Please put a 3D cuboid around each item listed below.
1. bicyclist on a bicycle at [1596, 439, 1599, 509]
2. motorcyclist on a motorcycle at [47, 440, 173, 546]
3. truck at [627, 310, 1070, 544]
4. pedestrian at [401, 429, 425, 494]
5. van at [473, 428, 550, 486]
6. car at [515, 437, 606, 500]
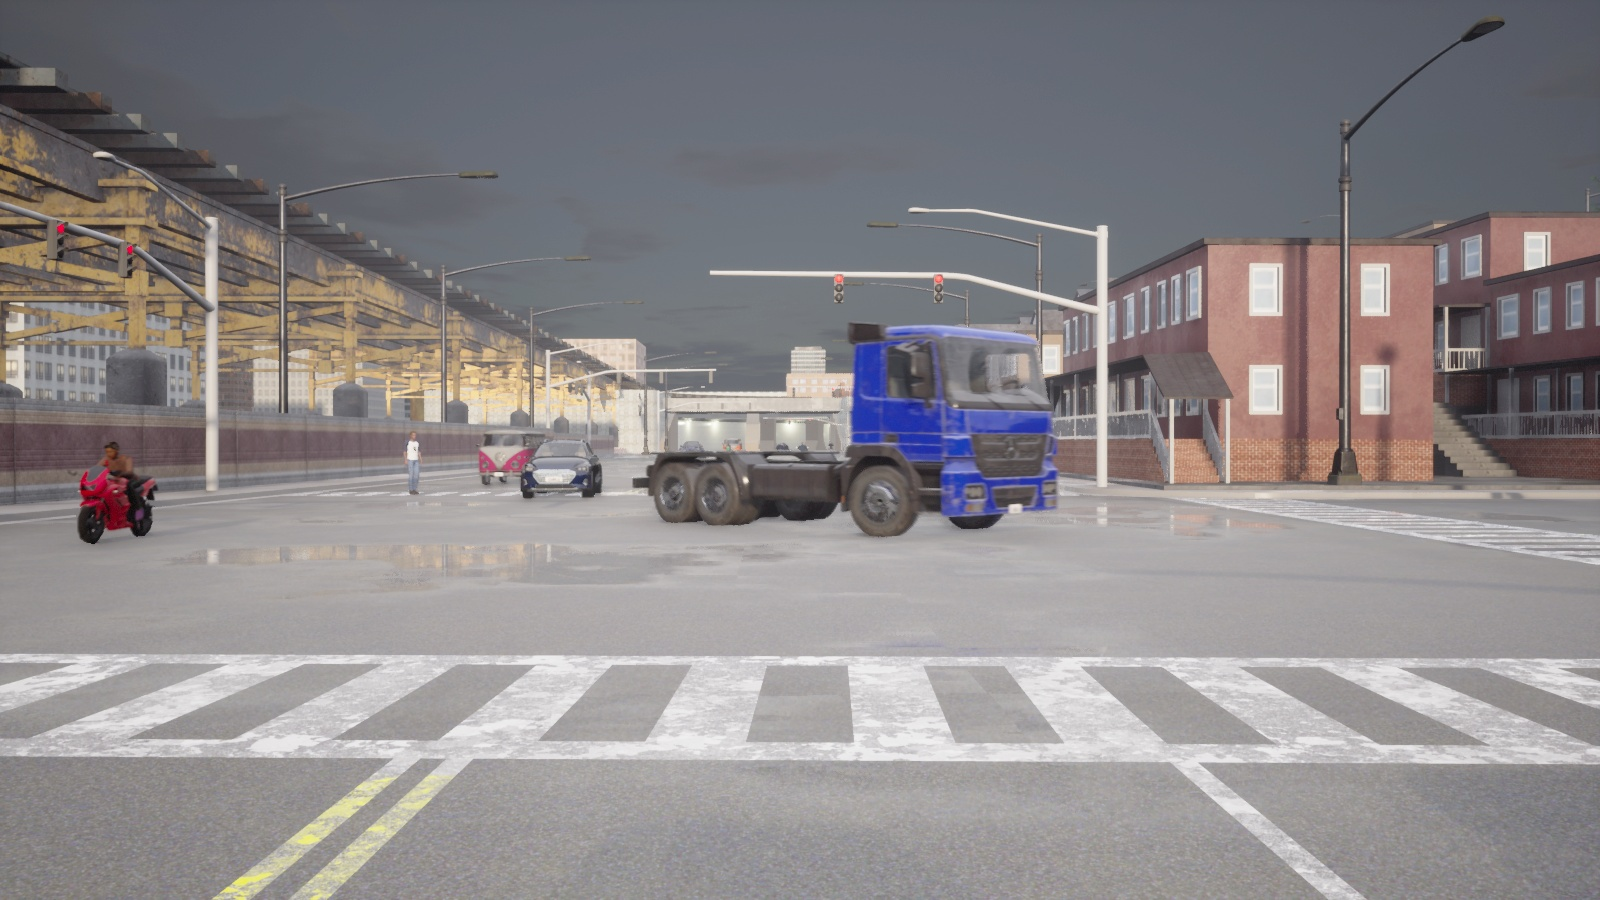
[{"bbox_3d":[19.281,0.552,28.819,1.656,1.620,0.582,0,0,0],"label":"bicyclist on a bicycle"},{"bbox_3d":[-10.453,0.612,19.120,0.797,1.523,2.044,0,0,0],"label":"motorcyclist on a motorcycle"},{"bbox_3d":[0.567,-0.361,22.338,7.936,3.462,2.891,0,1,44],"label":"truck"},{"bbox_3d":[-11.107,0.319,36.051,0.706,1.836,0.354,0,0,41],"label":"pedestrian"},{"bbox_3d":[-10.411,0.233,45.647,1.775,1.987,4.442,0,0,0],"label":"van"},{"bbox_3d":[-6.669,0.471,35.394,2.033,1.649,4.856,0,0,-5],"label":"car"}]
